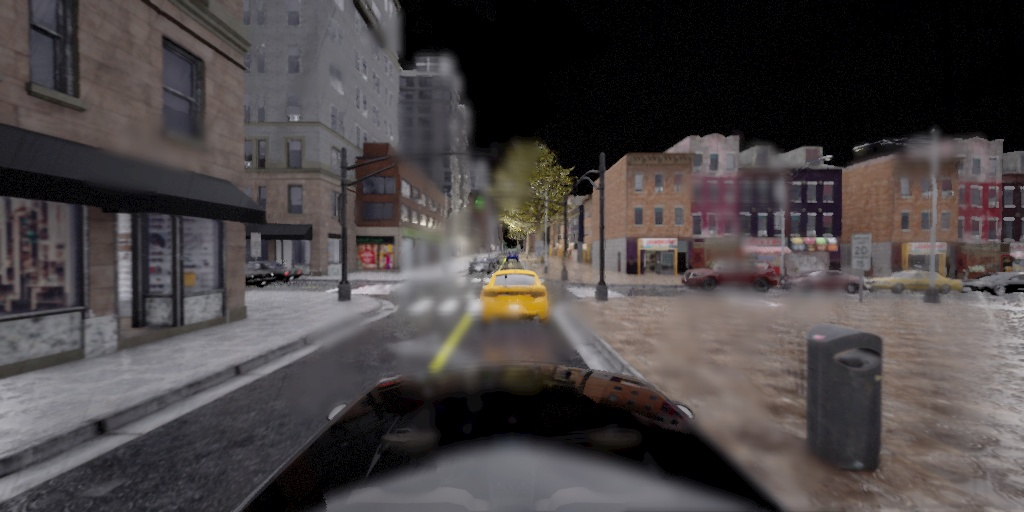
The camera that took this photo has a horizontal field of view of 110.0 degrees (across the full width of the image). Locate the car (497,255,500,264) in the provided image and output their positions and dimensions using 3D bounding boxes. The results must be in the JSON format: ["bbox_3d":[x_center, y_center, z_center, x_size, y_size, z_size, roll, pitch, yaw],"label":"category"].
[{"bbox_3d":[-2.851,0.786,43.446,1.895,1.301,4.718,0,1,0],"label":"car"}]

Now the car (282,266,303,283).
[{"bbox_3d":[-15.319,0.996,21.348,4.718,1.301,1.895,1,1,0],"label":"car"}]

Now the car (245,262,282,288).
[{"bbox_3d":[-14.872,1.035,18.335,4.718,1.301,1.895,1,1,0],"label":"car"}]

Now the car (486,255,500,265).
[{"bbox_3d":[-2.807,0.556,53.445,1.895,1.301,4.718,0,1,0],"label":"car"}]

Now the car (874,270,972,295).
[{"bbox_3d":[23.334,1.500,21.035,4.829,1.417,1.751,0,0,0],"label":"car"}]

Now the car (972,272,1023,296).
[{"bbox_3d":[28.907,1.617,21.045,4.313,1.339,1.948,0,0,0],"label":"car"}]

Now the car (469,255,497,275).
[{"bbox_3d":[-2.845,0.887,33.605,2.128,1.511,4.902,0,1,1],"label":"car"}]

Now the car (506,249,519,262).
[{"bbox_3d":[0.088,-0.055,62.412,2.150,2.045,5.566,0,2,0],"label":"car"}]

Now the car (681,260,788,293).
[{"bbox_3d":[12.699,1.136,21.017,5.009,1.841,2.192,0,0,0],"label":"car"}]

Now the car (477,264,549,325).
[{"bbox_3d":[0.097,1.189,11.765,1.882,1.535,5.008,0,0,0],"label":"car"}]

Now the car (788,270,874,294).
[{"bbox_3d":[18.101,1.480,21.026,4.207,1.307,1.802,0,0,0],"label":"car"}]
